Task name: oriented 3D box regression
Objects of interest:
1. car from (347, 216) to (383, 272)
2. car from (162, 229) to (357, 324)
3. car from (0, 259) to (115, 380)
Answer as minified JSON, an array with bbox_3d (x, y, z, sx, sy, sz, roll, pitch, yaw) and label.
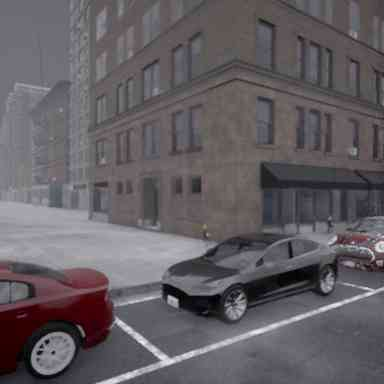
[{"bbox_3d":[6.060,1.505,10.519,4.097,1.590,1.967,0,0,-36],"label":"car"},{"bbox_3d":[1.436,1.597,7.216,4.313,1.339,1.947,0,0,-36],"label":"car"},{"bbox_3d":[-3.188,1.543,3.914,4.507,1.381,1.887,0,0,-36],"label":"car"}]
